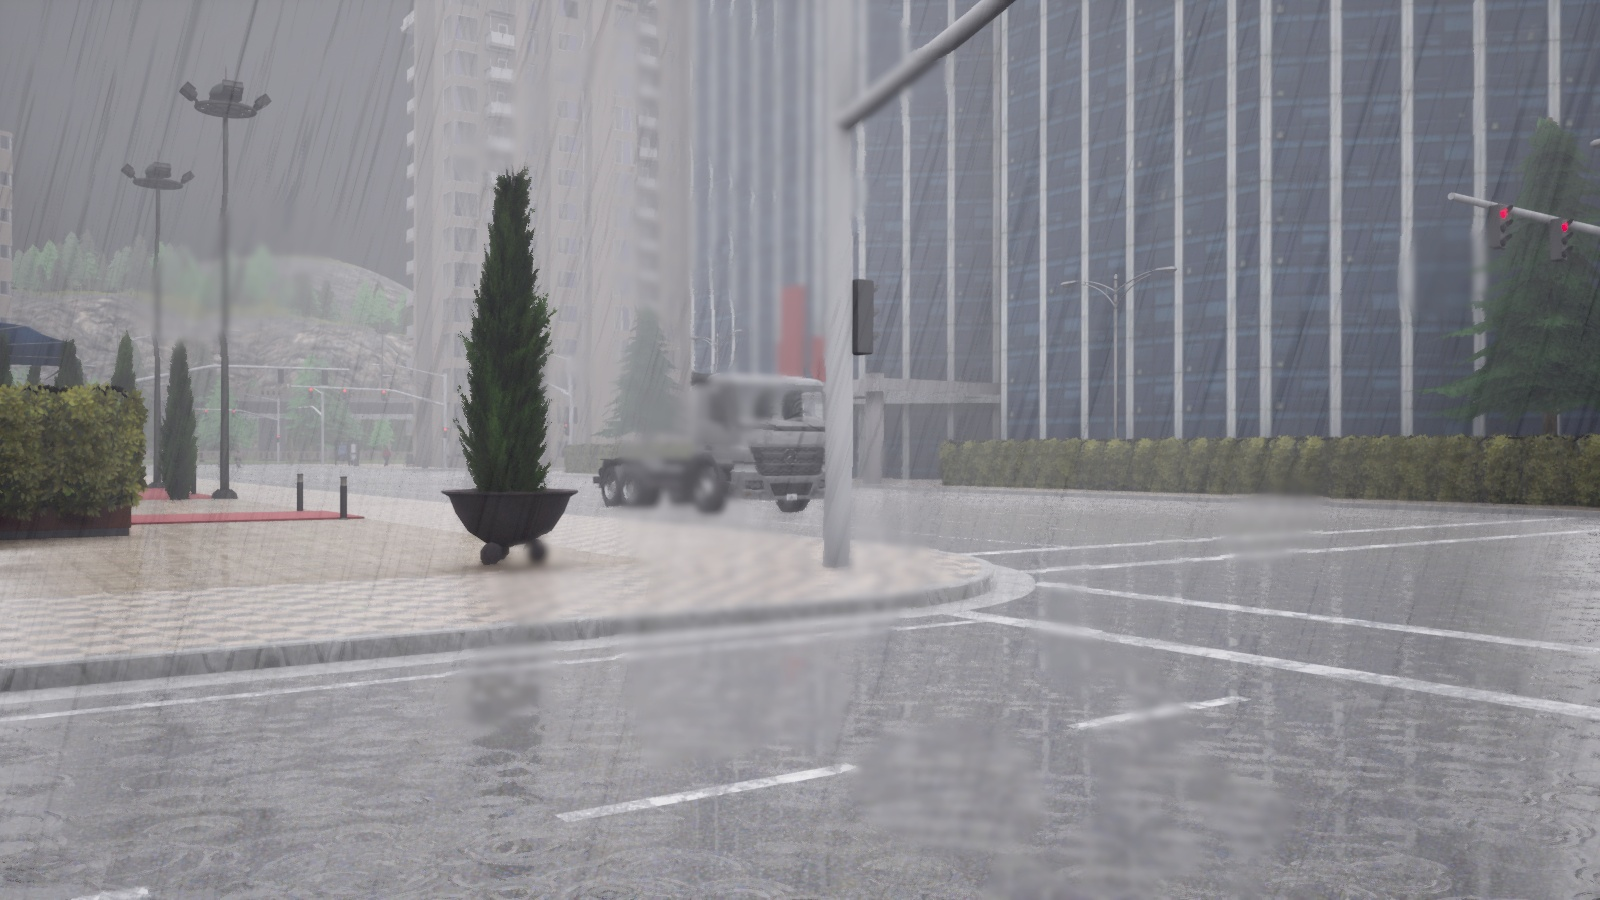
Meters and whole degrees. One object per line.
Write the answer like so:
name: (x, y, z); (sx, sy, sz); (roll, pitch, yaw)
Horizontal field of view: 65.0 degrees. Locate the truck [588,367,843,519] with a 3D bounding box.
truck: (-2.432, -0.152, 32.587); (2.891, 3.462, 7.936); (0, 0, -35)
